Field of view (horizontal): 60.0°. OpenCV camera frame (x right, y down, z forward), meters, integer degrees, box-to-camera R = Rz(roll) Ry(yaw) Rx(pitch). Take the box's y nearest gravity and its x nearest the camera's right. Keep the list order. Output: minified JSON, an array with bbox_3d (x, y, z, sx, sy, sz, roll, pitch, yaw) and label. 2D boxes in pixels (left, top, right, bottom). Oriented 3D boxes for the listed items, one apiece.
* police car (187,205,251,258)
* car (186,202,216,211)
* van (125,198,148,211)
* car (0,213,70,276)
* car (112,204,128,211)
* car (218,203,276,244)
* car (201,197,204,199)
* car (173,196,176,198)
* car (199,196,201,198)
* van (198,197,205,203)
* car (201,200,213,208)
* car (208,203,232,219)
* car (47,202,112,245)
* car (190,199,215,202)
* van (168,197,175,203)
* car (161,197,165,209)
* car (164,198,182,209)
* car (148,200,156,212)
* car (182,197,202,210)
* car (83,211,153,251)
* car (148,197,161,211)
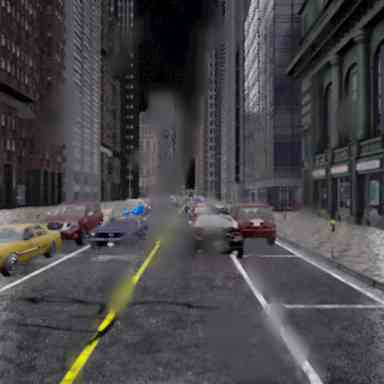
[{"bbox_3d":[0.876,1.548,13.522,1.930,1.638,5.238,0,-1,0],"label":"police car"},{"bbox_3d":[0.759,1.691,23.382,1.882,1.535,5.008,0,-1,-2],"label":"car"},{"bbox_3d":[-5.794,1.648,33.413,1.690,1.788,3.998,0,-1,0],"label":"van"},{"bbox_3d":[-5.774,1.622,10.679,1.752,1.417,4.829,0,-1,0],"label":"car"},{"bbox_3d":[-5.783,1.725,21.960,1.752,1.417,4.829,0,-1,0],"label":"car"},{"bbox_3d":[2.746,1.464,16.506,2.192,1.841,5.009,0,-1,0],"label":"car"},{"bbox_3d":[2.717,1.910,50.345,1.967,1.590,4.097,0,-1,0],"label":"car"},{"bbox_3d":[-5.835,2.352,84.175,2.008,1.369,4.403,0,-1,0],"label":"car"},{"bbox_3d":[2.694,2.290,78.546,1.887,1.381,4.507,0,-1,0],"label":"car"},{"bbox_3d":[2.680,2.252,95.469,1.690,1.788,3.998,0,-1,0],"label":"van"},{"bbox_3d":[2.709,2.146,61.625,1.947,1.339,4.313,0,-1,0],"label":"car"},{"bbox_3d":[2.732,1.857,33.424,2.008,1.369,4.403,0,-1,0],"label":"car"},{"bbox_3d":[-5.779,1.465,16.491,2.192,1.841,5.009,0,-1,0],"label":"car"},{"bbox_3d":[0.876,1.726,29.599,1.801,1.575,5.366,0,-1,0],"label":"car"},{"bbox_3d":[-5.846,2.253,95.458,1.690,1.788,3.998,0,-1,0],"label":"van"},{"bbox_3d":[-5.813,1.841,55.974,2.192,1.841,5.009,0,-1,0],"label":"car"},{"bbox_3d":[-3.109,2.123,55.682,1.895,1.301,4.718,0,-1,0],"label":"car"},{"bbox_3d":[-5.798,1.912,39.051,2.008,1.369,4.403,0,-1,0],"label":"car"},{"bbox_3d":[-0.034,1.946,48.666,2.128,1.511,4.902,0,0,0],"label":"car"},{"bbox_3d":[-3.113,1.737,15.000,1.895,1.301,4.718,0,-1,0],"label":"car"},{"bbox_3d":[-5.803,1.731,44.693,2.192,1.841,5.009,0,-1,0],"label":"car"}]
